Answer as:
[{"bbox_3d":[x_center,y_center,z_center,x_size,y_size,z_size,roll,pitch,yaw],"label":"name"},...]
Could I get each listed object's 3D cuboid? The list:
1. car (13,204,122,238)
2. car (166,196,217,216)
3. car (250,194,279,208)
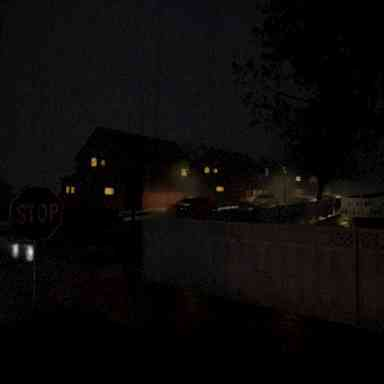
[{"bbox_3d":[-5.978,1.324,16.737,2.033,1.411,5.357,2,2,35],"label":"car"},{"bbox_3d":[0.076,1.095,25.319,1.882,1.535,5.008,2,2,35],"label":"car"},{"bbox_3d":[8.041,0.935,36.599,1.812,1.442,4.674,2,2,35],"label":"car"}]
